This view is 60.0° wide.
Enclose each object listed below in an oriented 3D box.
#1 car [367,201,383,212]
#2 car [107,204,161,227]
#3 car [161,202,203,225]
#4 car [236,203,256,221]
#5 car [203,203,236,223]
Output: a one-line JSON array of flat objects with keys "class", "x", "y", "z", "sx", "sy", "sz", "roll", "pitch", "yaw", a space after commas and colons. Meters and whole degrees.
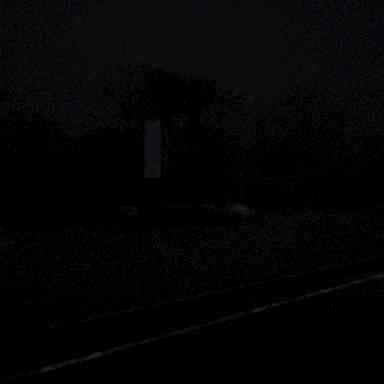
[{"class": "car", "x": 26.696, "y": 1.964, "z": 45.563, "sx": 2.097, "sy": 1.535, "sz": 5.008, "roll": 1, "pitch": 0, "yaw": -35}, {"class": "car", "x": -4.398, "y": 1.592, "z": 23.405, "sx": 2.002, "sy": 1.452, "sz": 4.674, "roll": 1, "pitch": 0, "yaw": -35}, {"class": "car", "x": -1.728, "y": 1.588, "z": 25.304, "sx": 2.231, "sy": 1.521, "sz": 4.892, "roll": 1, "pitch": 0, "yaw": -35}, {"class": "car", "x": 3.499, "y": 1.696, "z": 29.034, "sx": 2.002, "sy": 1.452, "sz": 4.674, "roll": 1, "pitch": 0, "yaw": -35}, {"class": "car", "x": 0.931, "y": 1.622, "z": 27.213, "sx": 2.097, "sy": 1.535, "sz": 5.008, "roll": 1, "pitch": 0, "yaw": -35}]
